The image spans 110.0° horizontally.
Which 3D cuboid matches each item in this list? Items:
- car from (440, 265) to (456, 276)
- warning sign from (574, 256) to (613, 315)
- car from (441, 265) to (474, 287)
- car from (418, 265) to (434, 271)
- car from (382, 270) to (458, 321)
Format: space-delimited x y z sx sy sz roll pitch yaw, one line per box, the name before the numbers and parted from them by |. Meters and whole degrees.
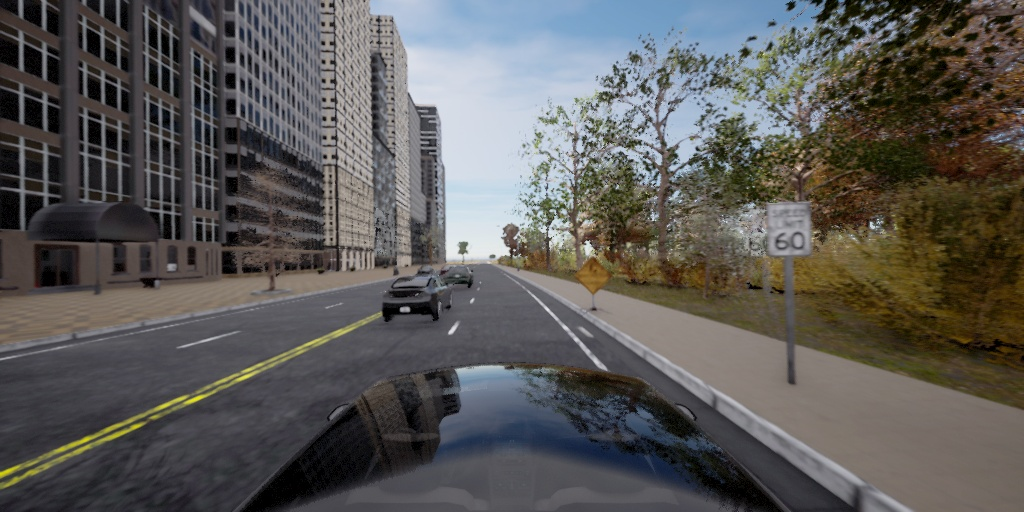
car | -9.287 2.040 52.368 1.882 1.535 5.008 -1 -1 -4
warning sign | 2.721 0.937 11.956 1.300 1.860 1.060 0 0 -2
car | -4.170 1.518 28.684 2.097 1.767 4.553 -1 -1 -3
car | -12.537 2.134 52.293 1.837 1.490 4.892 -1 -1 -4
car | -3.408 1.470 13.588 1.837 1.490 4.892 -1 -1 -2
